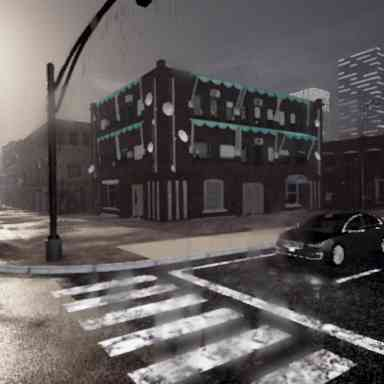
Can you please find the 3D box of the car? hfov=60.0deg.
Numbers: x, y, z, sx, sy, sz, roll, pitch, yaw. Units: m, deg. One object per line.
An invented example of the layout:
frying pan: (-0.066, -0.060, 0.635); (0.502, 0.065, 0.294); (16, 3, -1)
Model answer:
car: (4.904, 1.418, 11.174); (4.892, 1.490, 1.837); (-1, 0, -35)
